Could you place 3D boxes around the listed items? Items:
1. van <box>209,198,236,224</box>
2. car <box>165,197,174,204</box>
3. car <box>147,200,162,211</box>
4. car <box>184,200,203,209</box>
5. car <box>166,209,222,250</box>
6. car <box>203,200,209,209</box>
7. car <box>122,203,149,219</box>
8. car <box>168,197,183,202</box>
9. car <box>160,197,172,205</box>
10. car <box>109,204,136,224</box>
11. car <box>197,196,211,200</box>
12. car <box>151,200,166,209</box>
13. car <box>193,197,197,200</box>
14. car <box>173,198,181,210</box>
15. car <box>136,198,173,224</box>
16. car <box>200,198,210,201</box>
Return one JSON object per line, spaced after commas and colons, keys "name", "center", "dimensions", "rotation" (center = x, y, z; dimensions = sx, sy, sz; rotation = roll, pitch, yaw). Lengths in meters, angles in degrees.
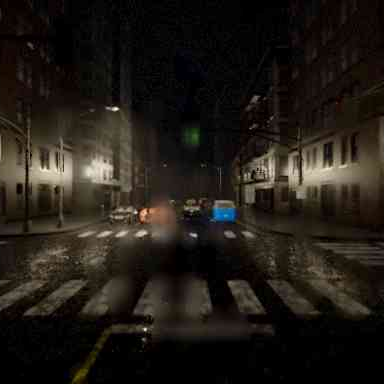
{"name": "van", "center": [2.566, 1.581, 27.001], "dimensions": [1.690, 1.788, 3.998], "rotation": [0, -1, 0]}
{"name": "car", "center": [-5.616, 2.152, 83.785], "dimensions": [1.967, 1.590, 4.097], "rotation": [0, 0, 0]}
{"name": "car", "center": [-5.521, 1.959, 49.525], "dimensions": [1.752, 1.417, 4.829], "rotation": [0, 0, 0]}
{"name": "car", "center": [-0.013, 1.961, 40.787], "dimensions": [1.895, 1.301, 4.718], "rotation": [0, 0, 0]}
{"name": "car", "center": [0.067, 1.708, 15.132], "dimensions": [1.994, 1.385, 4.181], "rotation": [0, 0, 0]}
{"name": "car", "center": [2.535, 1.921, 38.360], "dimensions": [1.802, 1.307, 4.206], "rotation": [0, 0, 0]}
{"name": "car", "center": [-5.475, 1.833, 32.650], "dimensions": [1.887, 1.381, 4.507], "rotation": [0, -1, 0]}
{"name": "car", "center": [-2.917, 2.072, 61.291], "dimensions": [1.837, 1.490, 4.892], "rotation": [0, 0, 0]}
{"name": "car", "center": [-5.585, 1.934, 72.423], "dimensions": [2.192, 1.841, 5.009], "rotation": [0, 0, 0]}
{"name": "car", "center": [-5.459, 1.789, 26.968], "dimensions": [2.008, 1.369, 4.403], "rotation": [0, -1, 0]}
{"name": "car", "center": [2.488, 1.797, 55.407], "dimensions": [2.192, 1.841, 5.009], "rotation": [0, 0, 0]}
{"name": "car", "center": [-5.537, 2.047, 55.377], "dimensions": [1.947, 1.339, 4.313], "rotation": [0, 0, 0]}
{"name": "car", "center": [-0.184, 2.181, 67.565], "dimensions": [1.895, 1.301, 4.718], "rotation": [0, 0, 0]}
{"name": "car", "center": [-2.950, 1.873, 43.393], "dimensions": [2.128, 1.511, 4.902], "rotation": [0, 0, 0]}
{"name": "car", "center": [-2.916, 1.592, 27.029], "dimensions": [2.097, 1.767, 4.553], "rotation": [0, -1, 0]}
{"name": "car", "center": [2.503, 2.018, 49.723], "dimensions": [1.802, 1.307, 4.206], "rotation": [0, 0, 0]}
